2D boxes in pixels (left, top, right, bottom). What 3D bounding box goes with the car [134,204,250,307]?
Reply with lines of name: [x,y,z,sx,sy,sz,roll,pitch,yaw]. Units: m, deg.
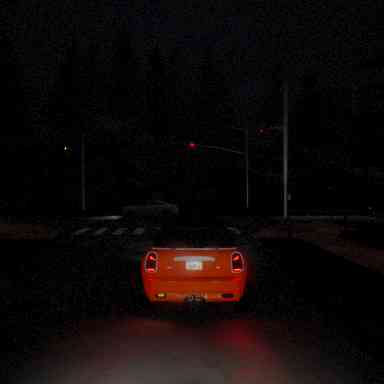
car: [0.049,1.352,8.149,2.097,1.767,4.553,0,0,0]

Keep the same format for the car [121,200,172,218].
car: [-3.424,1.372,27.328,4.674,1.442,1.812,0,0,0]

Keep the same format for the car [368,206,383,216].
car: [17.225,1.438,27.401,4.718,1.301,1.895,0,0,0]
